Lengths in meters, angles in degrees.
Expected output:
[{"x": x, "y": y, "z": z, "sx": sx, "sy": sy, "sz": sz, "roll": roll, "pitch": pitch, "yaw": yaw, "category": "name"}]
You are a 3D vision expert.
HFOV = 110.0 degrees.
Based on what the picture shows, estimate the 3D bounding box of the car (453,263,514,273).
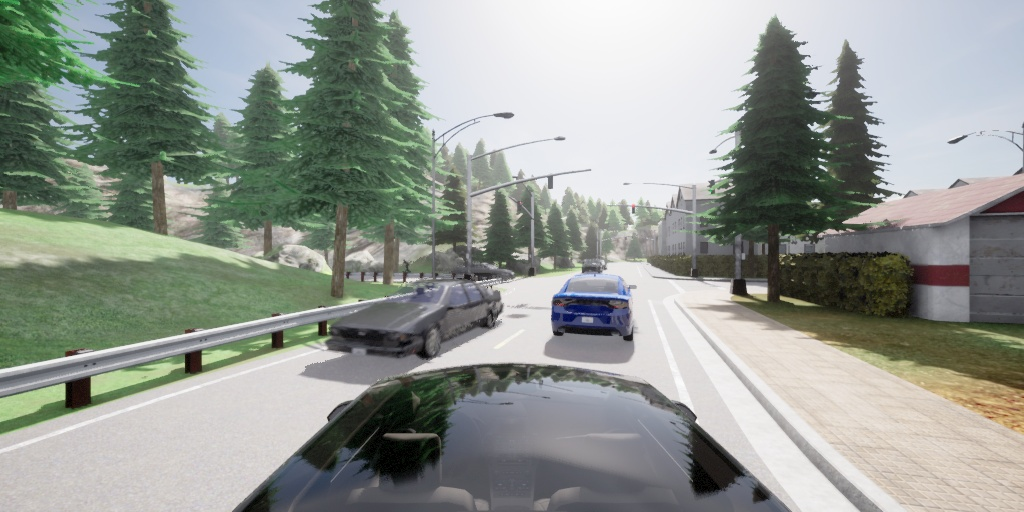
[{"x": -2.230, "y": 1.255, "z": 27.685, "sx": 4.902, "sy": 1.511, "sz": 2.128, "roll": 0, "pitch": 0, "yaw": 18, "category": "car"}]

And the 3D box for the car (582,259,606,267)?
[{"x": 9.614, "y": 1.102, "z": 42.821, "sx": 2.097, "sy": 1.767, "sz": 4.553, "roll": 0, "pitch": 0, "yaw": 19, "category": "car"}]

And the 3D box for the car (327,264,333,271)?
[{"x": -18.035, "y": 1.258, "z": 32.903, "sx": 4.902, "sy": 1.511, "sz": 2.128, "roll": 0, "pitch": 0, "yaw": 18, "category": "car"}]

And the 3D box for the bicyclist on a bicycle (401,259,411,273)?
[{"x": -11.291, "y": 1.167, "z": 38.122, "sx": 0.582, "sy": 1.620, "sz": 1.656, "roll": -2, "pitch": 5, "yaw": 18, "category": "bicyclist on a bicycle"}]

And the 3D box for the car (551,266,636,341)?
[{"x": 2.412, "y": 1.228, "z": 10.092, "sx": 1.882, "sy": 1.535, "sz": 5.008, "roll": 0, "pitch": 0, "yaw": 18, "category": "car"}]

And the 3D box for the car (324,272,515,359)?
[{"x": -1.823, "y": 1.298, "z": 8.819, "sx": 2.033, "sy": 1.411, "sz": 5.357, "roll": 0, "pitch": 0, "yaw": 19, "category": "car"}]
